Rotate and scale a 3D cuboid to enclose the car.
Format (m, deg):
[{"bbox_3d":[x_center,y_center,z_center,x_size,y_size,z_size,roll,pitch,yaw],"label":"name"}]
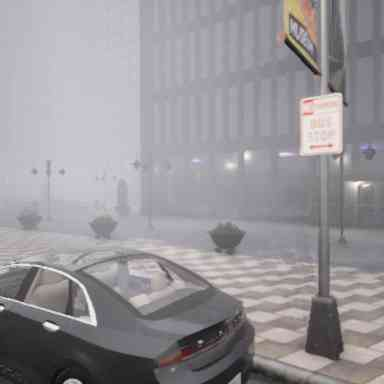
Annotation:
[{"bbox_3d":[-1.605,1.485,4.404,4.892,1.521,2.231,0,0,35],"label":"car"}]
